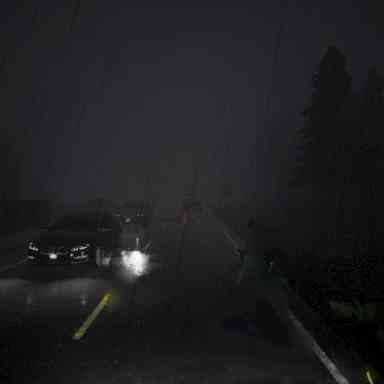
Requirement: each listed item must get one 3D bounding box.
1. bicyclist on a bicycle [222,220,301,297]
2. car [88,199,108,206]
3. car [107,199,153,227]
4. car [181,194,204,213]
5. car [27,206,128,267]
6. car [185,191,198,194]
[{"bbox_3d":[1.439,1.400,6.894,1.656,1.620,0.582,0,0,0],"label":"bicyclist on a bicycle"},{"bbox_3d":[-6.506,1.249,23.991,1.816,1.474,4.193,6,0,-2],"label":"car"},{"bbox_3d":[-3.619,1.308,21.263,2.128,1.511,4.902,0,1,0],"label":"car"},{"bbox_3d":[0.008,1.245,32.396,1.812,1.442,4.674,0,1,0],"label":"car"},{"bbox_3d":[-3.607,1.410,11.058,1.837,1.490,4.892,0,0,0],"label":"car"},{"bbox_3d":[-0.045,0.831,44.983,2.150,2.045,5.566,0,0,0],"label":"car"}]
